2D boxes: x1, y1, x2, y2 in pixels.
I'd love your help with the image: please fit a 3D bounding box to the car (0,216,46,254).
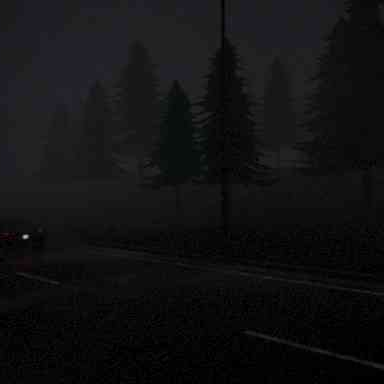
[{"bbox_3d":[-7.987,1.699,13.865,4.181,1.385,1.994,-1,0,36],"label":"car"}]
